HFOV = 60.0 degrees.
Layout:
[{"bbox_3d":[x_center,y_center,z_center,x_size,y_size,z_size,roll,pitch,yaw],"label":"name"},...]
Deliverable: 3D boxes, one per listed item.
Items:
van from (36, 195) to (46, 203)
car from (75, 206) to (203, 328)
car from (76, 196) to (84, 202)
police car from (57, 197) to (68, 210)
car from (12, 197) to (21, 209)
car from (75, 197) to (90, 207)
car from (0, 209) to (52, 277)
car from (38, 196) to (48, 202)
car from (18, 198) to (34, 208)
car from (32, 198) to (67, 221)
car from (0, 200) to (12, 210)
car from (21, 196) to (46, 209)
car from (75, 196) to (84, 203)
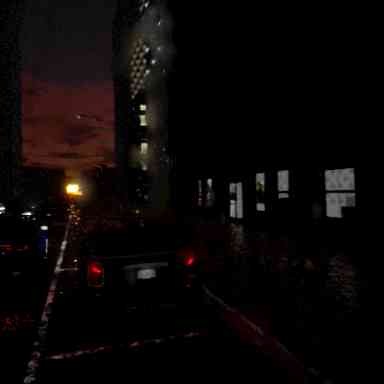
[{"bbox_3d":[-34.490,1.535,75.797,1.690,1.788,3.998,-1,0,-19],"label":"van"},{"bbox_3d":[-1.426,1.340,7.368,2.097,1.767,4.553,-1,0,-19],"label":"car"},{"bbox_3d":[-26.623,1.581,78.692,1.752,1.417,4.829,-1,0,-19],"label":"car"},{"bbox_3d":[-17.462,1.505,44.080,1.930,1.638,5.238,-1,0,-19],"label":"police car"},{"bbox_3d":[-23.289,1.719,43.533,1.887,1.381,4.507,-1,0,-19],"label":"car"},{"bbox_3d":[-13.502,1.598,40.891,1.947,1.339,4.313,-1,0,-19],"label":"car"},{"bbox_3d":[-5.530,1.520,10.011,1.882,1.535,5.008,-1,0,-19],"label":"car"},{"bbox_3d":[-36.354,1.761,81.176,1.947,1.339,4.313,-1,0,-19],"label":"car"},{"bbox_3d":[-27.021,1.765,54.288,1.802,1.307,4.206,-1,0,-19],"label":"car"},{"bbox_3d":[-11.419,1.540,26.977,1.882,1.535,5.008,-1,0,-19],"label":"car"},{"bbox_3d":[-19.556,1.716,32.777,2.008,1.369,4.403,-1,0,-19],"label":"car"},{"bbox_3d":[-20.297,1.624,43.093,2.128,1.511,4.902,-1,0,-19],"label":"car"},{"bbox_3d":[-24.700,1.635,73.154,1.802,1.307,4.206,-1,0,-19],"label":"car"}]
